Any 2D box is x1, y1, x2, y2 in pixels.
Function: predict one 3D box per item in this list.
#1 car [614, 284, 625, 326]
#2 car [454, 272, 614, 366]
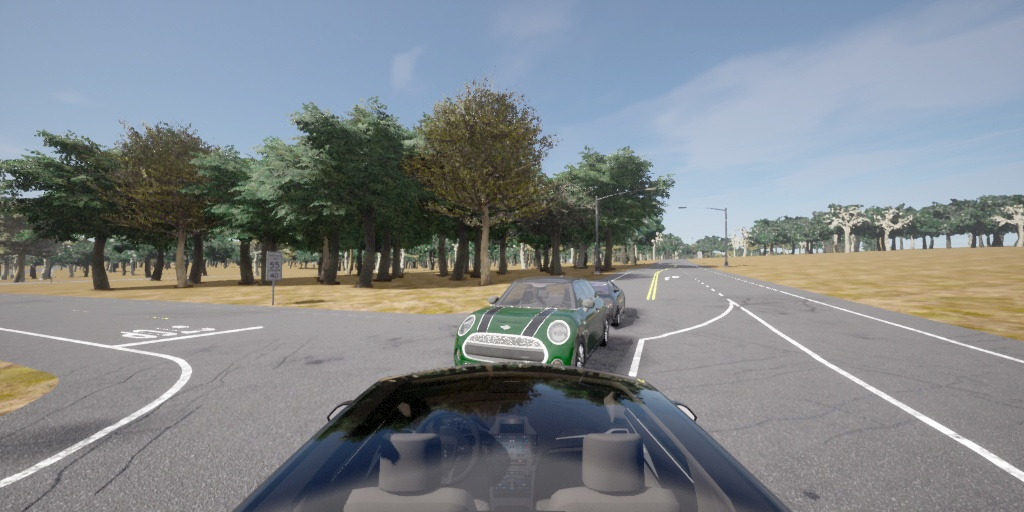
[{"bbox_3d":[2.916,1.554,12.873,1.994,1.385,4.181,-2,0,22],"label":"car"},{"bbox_3d":[0.687,1.222,7.442,2.097,1.767,4.553,-1,-2,22],"label":"car"}]
